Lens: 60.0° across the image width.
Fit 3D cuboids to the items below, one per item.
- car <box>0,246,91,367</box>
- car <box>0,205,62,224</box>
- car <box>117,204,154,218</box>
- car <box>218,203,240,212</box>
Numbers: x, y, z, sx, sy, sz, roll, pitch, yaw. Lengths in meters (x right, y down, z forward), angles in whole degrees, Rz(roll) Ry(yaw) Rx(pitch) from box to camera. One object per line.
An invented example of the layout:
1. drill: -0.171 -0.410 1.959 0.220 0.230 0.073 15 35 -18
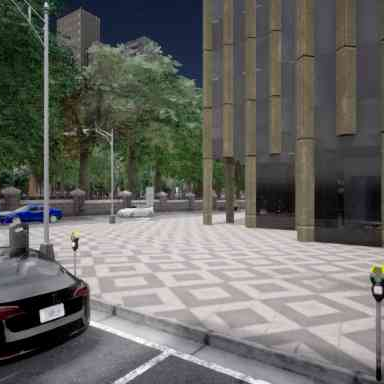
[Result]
1. car: -3.463 1.566 5.416 4.313 1.339 1.947 0 0 35
2. car: -13.075 1.806 26.986 1.882 1.535 5.008 0 -1 35
3. car: -6.170 2.102 36.834 1.812 1.442 4.674 0 -1 35
4. car: 6.056 2.501 54.129 1.882 1.535 5.008 0 -2 35
